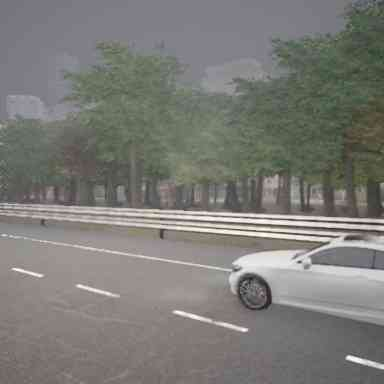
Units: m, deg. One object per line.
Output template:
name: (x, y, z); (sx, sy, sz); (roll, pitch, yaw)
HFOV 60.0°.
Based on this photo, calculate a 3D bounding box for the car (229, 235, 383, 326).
car: (2.928, 1.526, 6.081); (4.674, 1.442, 1.812); (0, 0, 36)
